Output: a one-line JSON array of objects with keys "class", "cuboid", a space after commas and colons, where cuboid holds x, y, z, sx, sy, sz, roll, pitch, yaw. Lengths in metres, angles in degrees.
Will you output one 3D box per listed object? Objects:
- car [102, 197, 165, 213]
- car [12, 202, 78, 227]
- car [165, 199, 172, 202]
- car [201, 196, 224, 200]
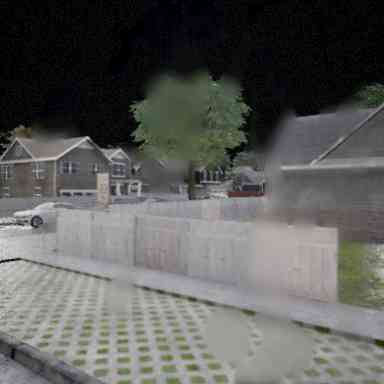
[{"class": "car", "cuboid": [-4.342, 1.183, 23.357, 2.097, 1.767, 4.553, 0, 1, 34]}, {"class": "car", "cuboid": [-9.111, 1.374, 21.531, 1.812, 1.442, 4.674, 0, 1, 33]}, {"class": "car", "cuboid": [-3.516, 1.273, 29.807, 1.837, 1.490, 4.892, 0, 1, 34]}, {"class": "car", "cuboid": [2.213, 1.162, 38.293, 1.882, 1.535, 5.008, 0, 1, 34]}]
